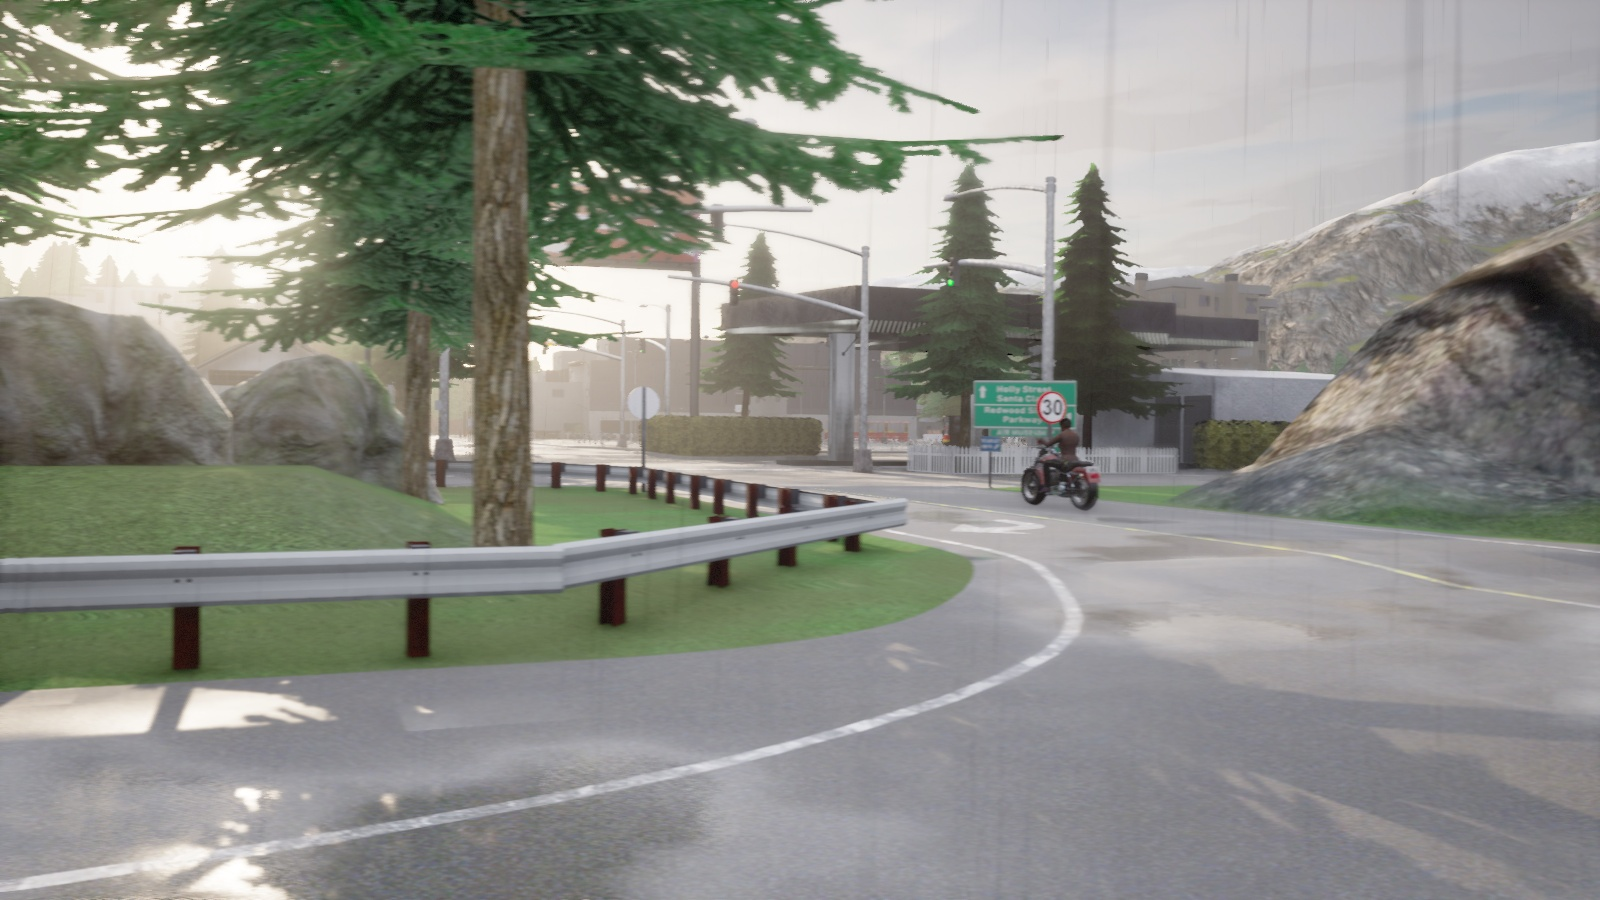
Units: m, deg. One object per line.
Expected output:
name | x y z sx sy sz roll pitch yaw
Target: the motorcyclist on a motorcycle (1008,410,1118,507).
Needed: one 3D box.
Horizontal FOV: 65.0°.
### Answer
motorcyclist on a motorcycle | 4.679 0.135 22.555 0.766 1.649 2.350 -1 1 -21
